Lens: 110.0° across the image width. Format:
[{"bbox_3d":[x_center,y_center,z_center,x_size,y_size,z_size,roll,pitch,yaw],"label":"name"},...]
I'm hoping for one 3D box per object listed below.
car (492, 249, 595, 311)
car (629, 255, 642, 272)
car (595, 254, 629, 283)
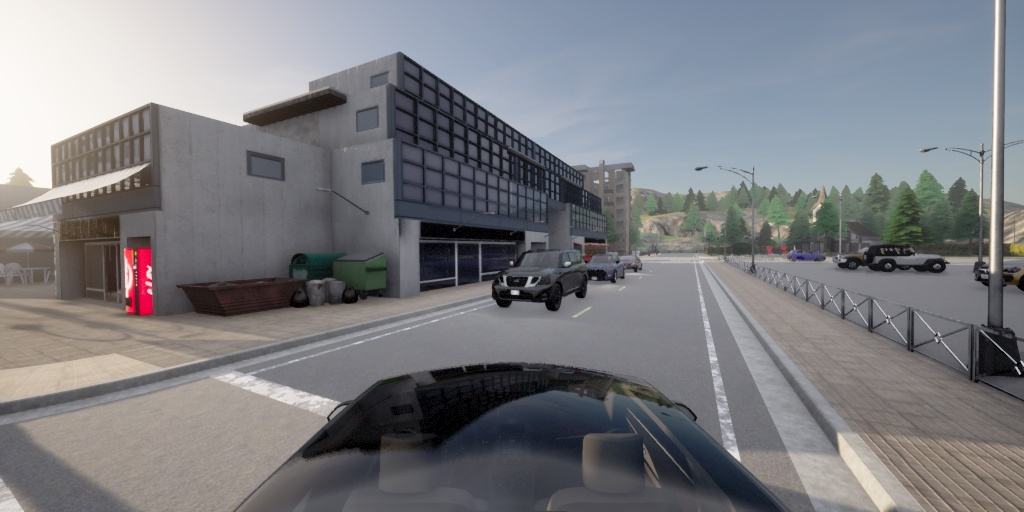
[{"bbox_3d":[1.330,0.747,13.804,2.150,2.045,5.566,0,1,27],"label":"car"},{"bbox_3d":[10.340,0.606,31.737,1.812,1.442,4.674,0,1,27],"label":"car"},{"bbox_3d":[5.744,0.659,22.595,2.097,1.767,4.553,0,1,27],"label":"car"}]
